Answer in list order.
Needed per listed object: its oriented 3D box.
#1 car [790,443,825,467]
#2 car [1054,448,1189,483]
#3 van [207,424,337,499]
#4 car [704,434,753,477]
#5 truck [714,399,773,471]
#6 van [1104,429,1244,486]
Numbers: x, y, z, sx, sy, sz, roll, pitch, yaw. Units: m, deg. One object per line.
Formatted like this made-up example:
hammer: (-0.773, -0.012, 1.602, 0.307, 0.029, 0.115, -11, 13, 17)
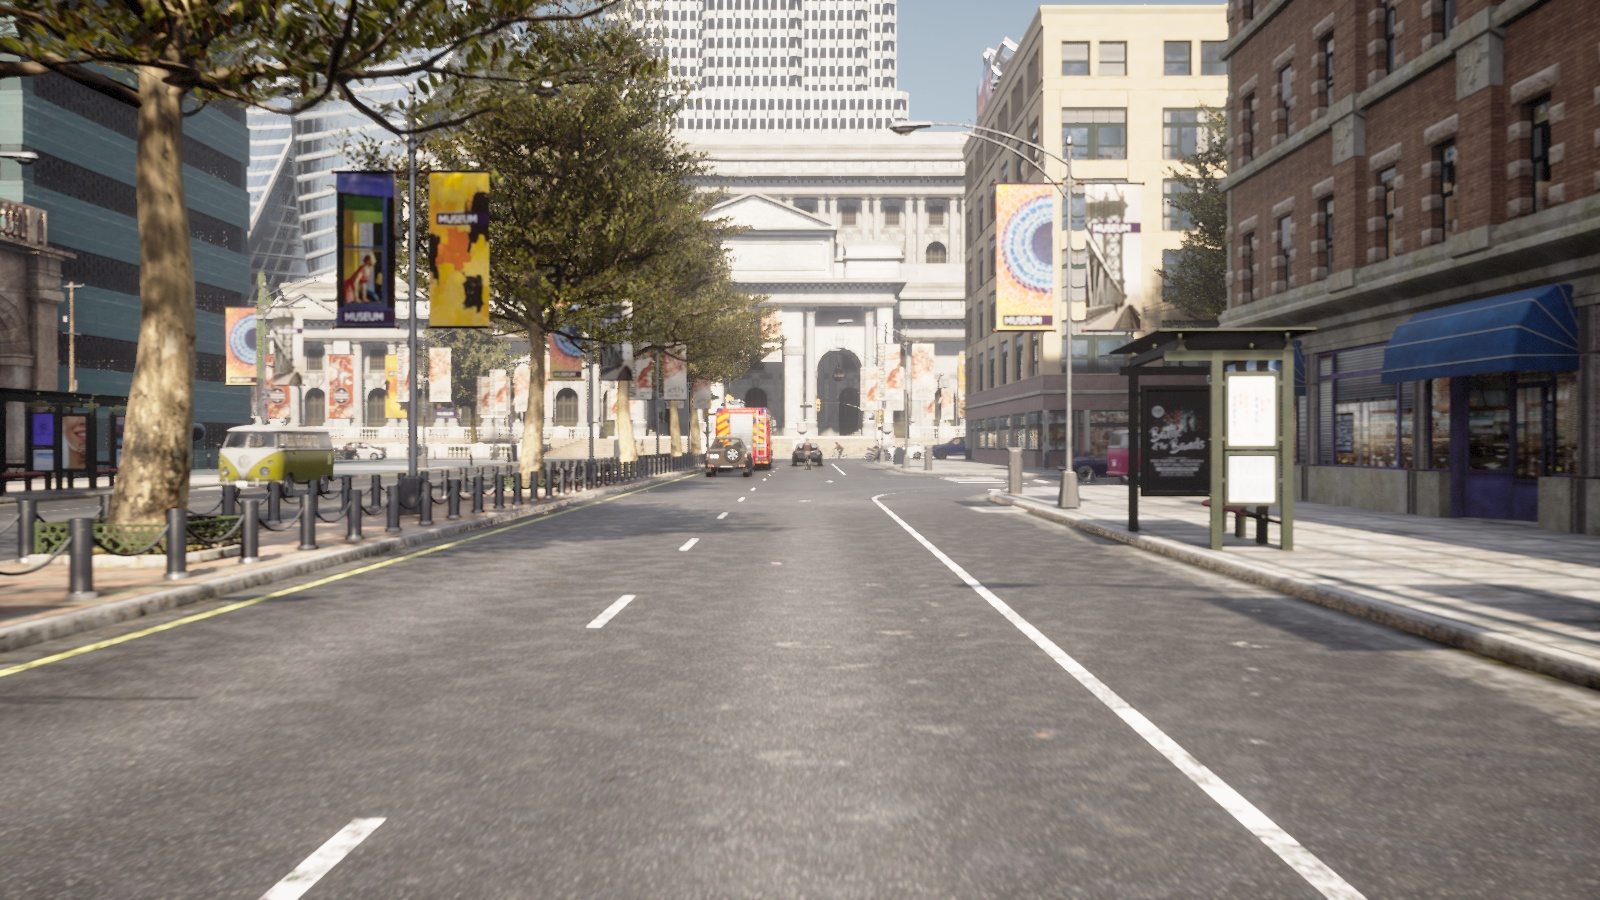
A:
car: (0.474, 0.290, 81.000, 2.163, 1.488, 4.792, 0, 0, 0)
car: (12.327, 0.584, 48.371, 4.718, 1.301, 1.895, 0, 0, 0)
van: (-14.784, 0.288, 35.423, 1.775, 1.987, 4.442, 0, 0, 0)
car: (-3.166, 0.243, 56.376, 1.932, 1.855, 4.605, 0, 0, 0)
truck: (-3.084, -0.819, 70.730, 2.891, 3.827, 8.468, 0, 0, 0)
van: (13.306, 0.257, 44.798, 4.442, 1.987, 1.775, 0, 0, -5)
